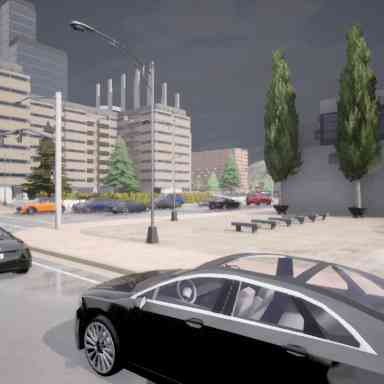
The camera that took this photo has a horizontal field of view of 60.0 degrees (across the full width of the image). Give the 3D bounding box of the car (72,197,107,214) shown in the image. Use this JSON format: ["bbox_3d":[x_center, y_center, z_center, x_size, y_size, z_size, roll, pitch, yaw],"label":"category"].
[{"bbox_3d":[-10.170,1.352,34.733,2.097,1.767,4.553,0,0,41],"label":"car"}]

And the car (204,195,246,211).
[{"bbox_3d":[4.020,1.477,40.118,1.882,1.535,5.008,0,0,41],"label":"car"}]

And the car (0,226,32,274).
[{"bbox_3d":[-6.318,1.564,9.473,4.181,1.385,1.994,0,0,40],"label":"car"}]

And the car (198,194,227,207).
[{"bbox_3d":[2.845,1.491,49.741,2.128,1.511,4.902,0,0,41],"label":"car"}]

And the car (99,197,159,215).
[{"bbox_3d":[-6.237,1.547,33.621,2.033,1.411,5.357,0,0,41],"label":"car"}]

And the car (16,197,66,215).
[{"bbox_3d":[-15.432,1.352,34.102,2.097,1.767,4.553,0,0,42],"label":"car"}]

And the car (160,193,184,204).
[{"bbox_3d":[-3.575,1.221,47.686,2.150,2.045,5.566,0,0,41],"label":"car"}]

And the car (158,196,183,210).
[{"bbox_3d":[-3.967,1.547,41.895,2.033,1.411,5.357,0,0,41],"label":"car"}]

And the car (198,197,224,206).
[{"bbox_3d":[3.141,1.526,55.403,1.812,1.442,4.674,0,0,41],"label":"car"}]

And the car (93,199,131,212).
[{"bbox_3d":[-9.733,1.564,40.577,1.994,1.385,4.181,0,0,41],"label":"car"}]

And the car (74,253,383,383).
[{"bbox_3d":[0.588,1.492,3.855,4.902,1.511,2.128,0,0,37],"label":"car"}]

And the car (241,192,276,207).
[{"bbox_3d":[10.695,1.221,53.169,2.150,2.045,5.566,0,0,41],"label":"car"}]
